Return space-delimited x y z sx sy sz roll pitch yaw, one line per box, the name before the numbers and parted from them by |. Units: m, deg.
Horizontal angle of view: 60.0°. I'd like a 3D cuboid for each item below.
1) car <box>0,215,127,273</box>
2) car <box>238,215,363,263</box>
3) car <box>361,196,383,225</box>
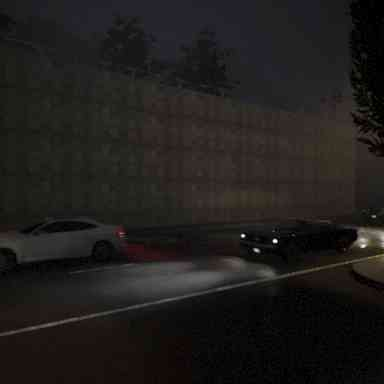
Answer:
car | -4.416 1.508 10.690 4.674 1.442 1.812 0 0 -34
car | 3.948 1.608 12.155 4.718 1.301 1.895 0 0 -34
car | 14.202 1.263 23.317 5.566 2.045 2.150 1 0 -34
